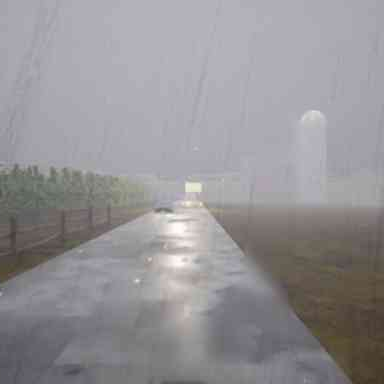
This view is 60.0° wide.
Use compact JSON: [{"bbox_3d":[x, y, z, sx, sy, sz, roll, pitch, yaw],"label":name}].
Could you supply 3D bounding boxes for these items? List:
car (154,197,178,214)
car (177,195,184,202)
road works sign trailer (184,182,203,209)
[{"bbox_3d":[-2.843,1.507,35.105,2.033,1.411,5.357,0,0,0],"label":"car"},{"bbox_3d":[-2.747,1.480,76.541,1.812,1.442,4.674,0,0,0],"label":"car"},{"bbox_3d":[0.192,0.440,46.169,2.380,3.560,2.880,0,0,-4],"label":"road works sign trailer"}]
